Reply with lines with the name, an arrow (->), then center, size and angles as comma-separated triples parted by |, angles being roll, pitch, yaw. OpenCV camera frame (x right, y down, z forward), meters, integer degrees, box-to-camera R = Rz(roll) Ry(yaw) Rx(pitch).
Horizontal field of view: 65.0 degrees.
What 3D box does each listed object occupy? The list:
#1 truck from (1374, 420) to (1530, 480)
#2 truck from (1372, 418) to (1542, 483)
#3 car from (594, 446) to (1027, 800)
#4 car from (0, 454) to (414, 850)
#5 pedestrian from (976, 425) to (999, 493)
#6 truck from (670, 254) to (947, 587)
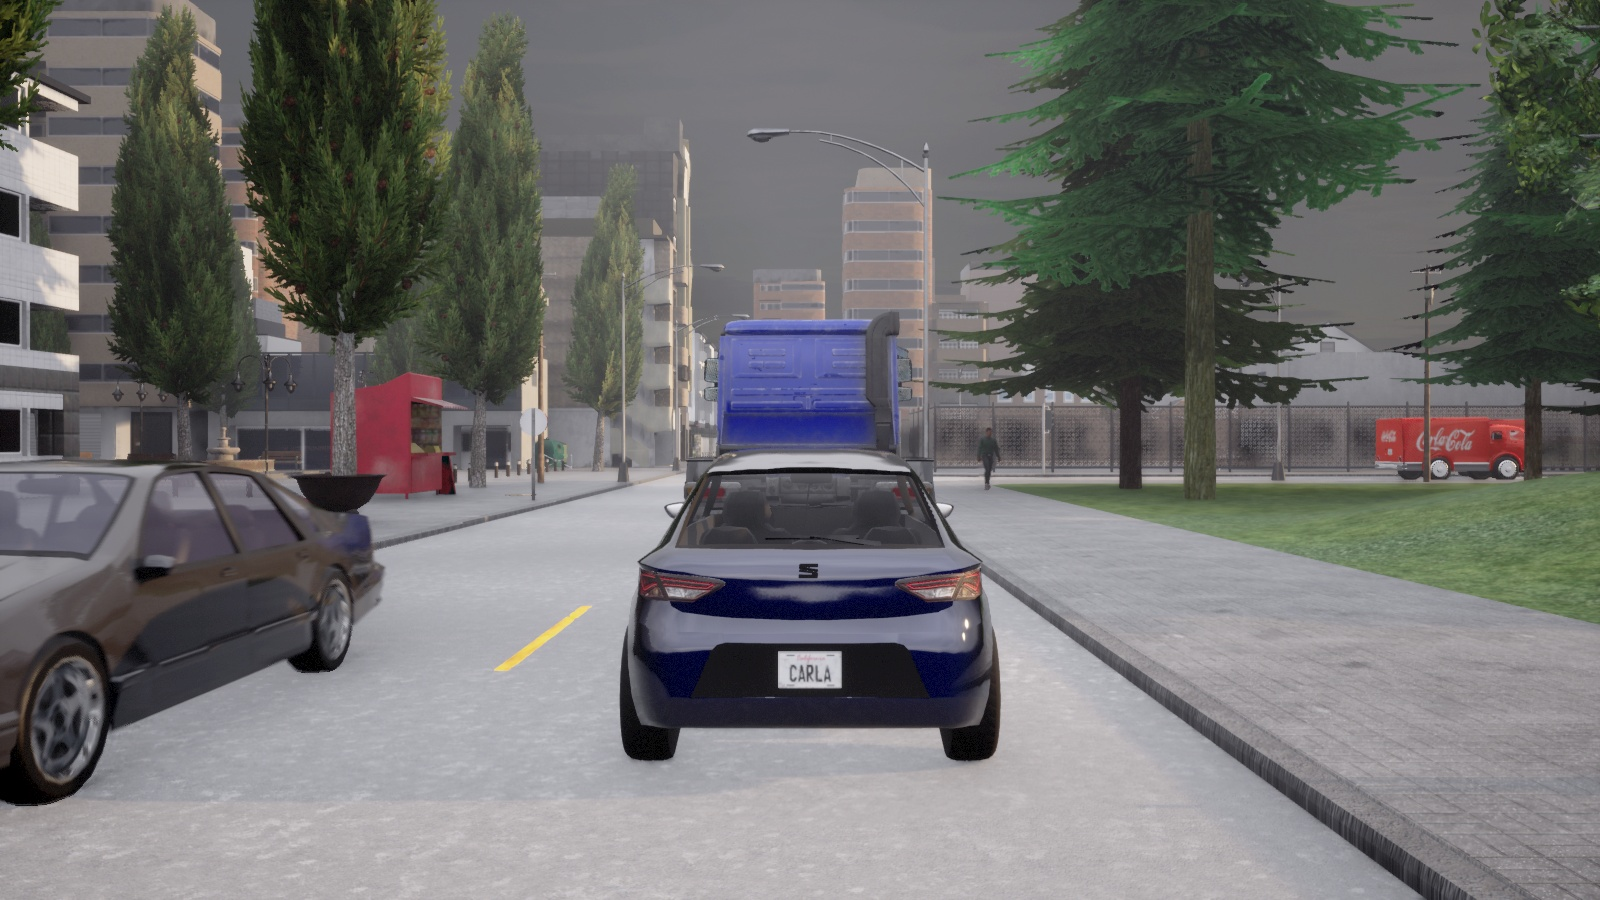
truck -> 27.297, -0.016, 52.730 | 5.204, 2.467, 2.627 | 0, 0, 0
truck -> 25.410, 0.005, 48.739 | 5.204, 2.467, 2.627 | 0, 0, 0
car -> 0.054, 0.719, 7.360 | 1.816, 1.474, 4.193 | 0, 0, 0
car -> -3.948, 0.752, 6.810 | 2.033, 1.411, 5.357 | 0, 0, 0
pedestrian -> 5.450, 0.254, 36.503 | 0.423, 1.949, 0.788 | 0, 0, -12
truck -> 0.111, -0.332, 17.048 | 2.891, 3.462, 7.936 | 0, 0, 0
